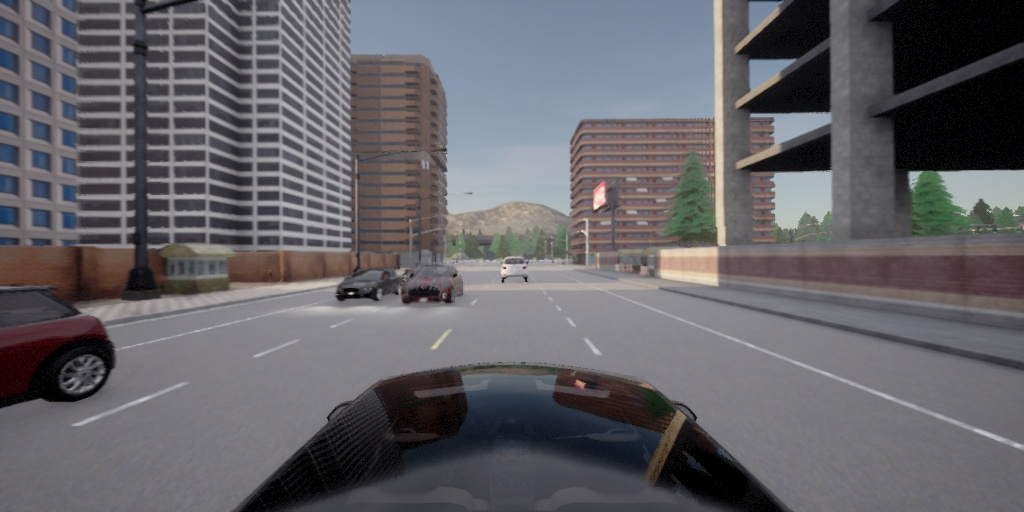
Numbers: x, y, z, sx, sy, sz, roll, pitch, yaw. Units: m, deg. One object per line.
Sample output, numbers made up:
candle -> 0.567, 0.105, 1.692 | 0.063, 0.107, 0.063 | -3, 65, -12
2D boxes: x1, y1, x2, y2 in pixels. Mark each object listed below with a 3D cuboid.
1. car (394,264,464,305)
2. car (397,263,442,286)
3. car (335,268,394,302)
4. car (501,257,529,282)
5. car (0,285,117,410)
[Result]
car -> -3.519, 1.171, 16.574 | 2.097, 1.767, 4.553 | 0, 0, 0
car -> -6.892, 1.366, 27.414 | 2.128, 1.511, 4.902 | 0, 0, 1
car -> -6.923, 1.380, 17.855 | 1.837, 1.490, 4.892 | 0, 0, 0
car -> 0.229, 1.061, 30.428 | 2.150, 2.045, 5.566 | 0, 0, 1
car -> -7.109, 1.156, 3.477 | 2.097, 1.767, 4.553 | 0, 0, 0
